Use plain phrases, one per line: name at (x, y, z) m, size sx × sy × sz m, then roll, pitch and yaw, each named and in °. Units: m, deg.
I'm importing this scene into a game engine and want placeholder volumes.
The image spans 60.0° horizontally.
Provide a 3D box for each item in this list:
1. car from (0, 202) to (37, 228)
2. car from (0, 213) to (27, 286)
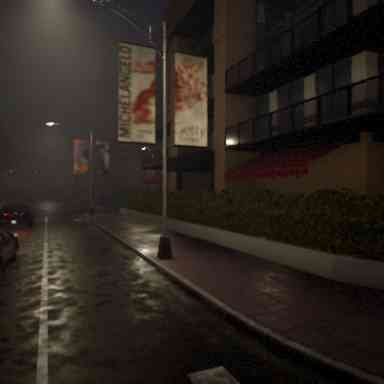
car at (-11.012, 1.428, 20.989) m, size 1.837 × 1.490 × 4.892 m, roll 0°, pitch 0°, yaw -24°
car at (-5.803, 1.511, 8.722) m, size 2.033 × 1.411 × 5.357 m, roll 0°, pitch 0°, yaw -22°
